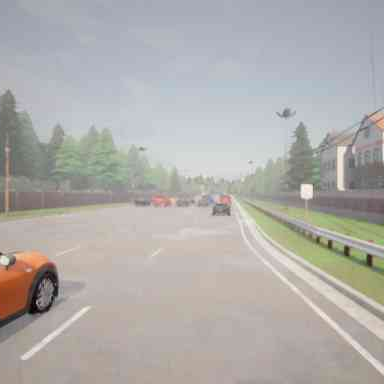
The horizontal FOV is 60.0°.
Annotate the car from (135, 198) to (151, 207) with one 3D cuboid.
[{"bbox_3d":[-8.499,1.752,57.689,1.882,1.535,5.008,0,0,7],"label":"car"}]

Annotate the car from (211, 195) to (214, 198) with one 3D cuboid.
[{"bbox_3d":[3.127,1.578,66.871,2.150,2.045,5.566,0,0,7],"label":"car"}]

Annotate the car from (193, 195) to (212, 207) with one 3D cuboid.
[{"bbox_3d":[1.932,1.782,56.488,2.128,1.511,4.902,0,0,7],"label":"car"}]

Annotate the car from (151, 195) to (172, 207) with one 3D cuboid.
[{"bbox_3d":[-5.018,1.502,57.319,2.150,2.045,5.566,0,0,7],"label":"car"}]

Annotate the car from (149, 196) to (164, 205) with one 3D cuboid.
[{"bbox_3d":[-7.311,1.628,68.011,2.097,1.767,4.553,0,0,7],"label":"car"}]

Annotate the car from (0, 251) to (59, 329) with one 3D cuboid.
[{"bbox_3d":[-3.904,1.369,4.909,2.097,1.767,4.553,0,0,7],"label":"car"}]

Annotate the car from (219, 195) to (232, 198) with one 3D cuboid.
[{"bbox_3d":[6.001,1.540,60.355,2.150,2.045,5.566,0,0,7],"label":"car"}]

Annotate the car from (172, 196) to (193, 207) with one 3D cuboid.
[{"bbox_3d":[-1.545,1.777,56.888,2.128,1.511,4.902,0,0,7],"label":"car"}]

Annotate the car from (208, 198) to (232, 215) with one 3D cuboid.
[{"bbox_3d":[3.208,1.681,36.072,2.128,1.511,4.902,0,0,7],"label":"car"}]

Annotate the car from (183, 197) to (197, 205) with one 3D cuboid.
[{"bbox_3d":[-0.354,1.830,67.240,2.128,1.511,4.902,0,0,7],"label":"car"}]

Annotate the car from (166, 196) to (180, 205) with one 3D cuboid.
[{"bbox_3d":[-3.834,1.671,67.611,2.097,1.767,4.553,0,0,7],"label":"car"}]
